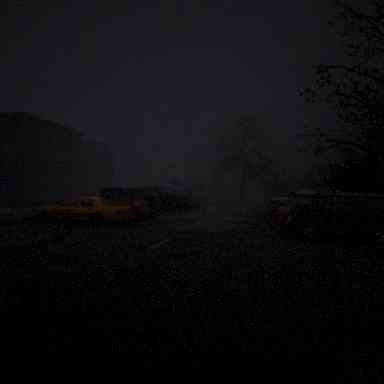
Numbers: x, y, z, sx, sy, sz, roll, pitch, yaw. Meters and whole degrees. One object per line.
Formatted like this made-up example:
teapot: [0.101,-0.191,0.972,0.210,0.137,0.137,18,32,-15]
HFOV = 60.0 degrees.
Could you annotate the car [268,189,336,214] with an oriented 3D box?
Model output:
car: [9.858,0.810,30.341,5.566,2.045,2.435,1,0,12]

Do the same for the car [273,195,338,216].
car: [9.300,1.067,27.731,4.892,1.521,2.231,1,0,12]

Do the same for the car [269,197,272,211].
car: [8.683,0.823,25.006,5.566,2.045,2.435,1,0,12]

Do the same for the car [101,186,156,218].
car: [-4.898,0.724,20.265,4.553,1.767,2.185,1,1,13]

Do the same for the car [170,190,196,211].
car: [-2.878,0.521,29.269,5.566,2.045,2.435,1,1,13]

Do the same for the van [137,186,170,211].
van: [-4.146,0.594,23.207,4.442,1.987,1.878,1,1,13]

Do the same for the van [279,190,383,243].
van: [6.141,0.968,14.125,4.442,1.987,1.878,1,1,13]

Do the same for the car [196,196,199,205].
car: [-2.280,0.767,32.126,5.008,1.535,2.097,1,0,12]

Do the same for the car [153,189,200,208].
car: [-1.598,0.637,35.084,4.553,1.767,2.185,1,0,12]

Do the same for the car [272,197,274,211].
car: [7.631,1.125,19.385,5.366,1.575,1.946,1,1,13]

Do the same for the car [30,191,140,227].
car: [-5.752,0.884,17.468,5.366,1.575,1.946,1,1,13]

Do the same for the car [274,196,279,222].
car: [7.046,1.157,16.789,5.366,1.575,1.946,1,1,13]
